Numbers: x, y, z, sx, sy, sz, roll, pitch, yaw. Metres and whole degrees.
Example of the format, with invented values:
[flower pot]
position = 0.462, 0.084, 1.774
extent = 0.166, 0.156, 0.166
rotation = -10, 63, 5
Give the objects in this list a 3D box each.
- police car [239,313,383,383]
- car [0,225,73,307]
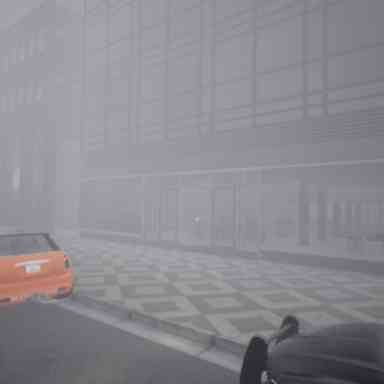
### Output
[police car]
position = 2.801, 1.571, 2.123
extent = 5.238, 1.638, 1.930
rotation = -1, -3, 38
[car]
position = -4.959, 1.637, 8.208
extent = 4.553, 1.767, 2.097
rotation = -1, -3, 38
